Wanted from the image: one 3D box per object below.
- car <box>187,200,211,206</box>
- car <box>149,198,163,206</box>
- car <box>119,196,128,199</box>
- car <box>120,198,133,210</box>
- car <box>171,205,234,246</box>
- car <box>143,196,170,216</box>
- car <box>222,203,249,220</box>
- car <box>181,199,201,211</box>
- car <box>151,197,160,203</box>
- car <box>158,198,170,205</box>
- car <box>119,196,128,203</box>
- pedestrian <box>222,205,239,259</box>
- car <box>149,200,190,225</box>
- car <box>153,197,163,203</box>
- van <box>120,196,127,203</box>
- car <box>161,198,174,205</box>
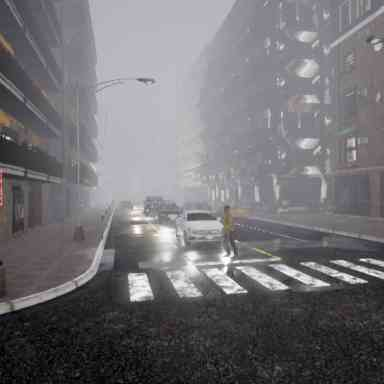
[{"bbox_3d":[1.021,1.710,39.765,1.887,1.381,4.507,-1,0,-12],"label":"car"},{"bbox_3d":[-7.030,1.892,64.428,2.128,1.511,4.902,-1,0,-12],"label":"car"},{"bbox_3d":[-14.438,1.851,71.181,2.192,1.841,5.009,-1,0,-12],"label":"car"},{"bbox_3d":[-9.590,1.938,49.053,1.802,1.307,4.206,-1,0,-12],"label":"car"},{"bbox_3d":[0.303,1.601,15.979,1.812,1.442,4.674,-1,0,-11],"label":"car"},{"bbox_3d":[-4.113,1.438,36.180,2.150,2.045,5.566,-1,0,-12],"label":"car"},{"bbox_3d":[3.407,1.608,28.871,1.752,1.417,4.829,-1,0,-12],"label":"car"},{"bbox_3d":[-0.189,1.754,45.295,1.887,1.381,4.507,-1,0,-12],"label":"car"},{"bbox_3d":[-9.877,2.156,89.544,1.802,1.307,4.206,-1,0,-12],"label":"car"},{"bbox_3d":[-6.244,1.985,72.952,2.008,1.369,4.403,-1,0,-12],"label":"car"},{"bbox_3d":[-19.282,2.045,93.302,2.192,1.841,5.009,-1,0,-12],"label":"car"},{"bbox_3d":[1.249,1.341,11.358,0.375,1.860,0.375,-1,0,-12],"label":"pedestrian"},{"bbox_3d":[-1.869,1.632,25.899,2.128,1.511,4.902,-1,0,-12],"label":"car"},{"bbox_3d":[-8.668,1.966,84.013,1.967,1.590,4.097,-1,0,-12],"label":"car"},{"bbox_3d":[-18.070,2.017,87.774,1.690,1.788,3.998,-1,0,-12],"label":"van"},{"bbox_3d":[-5.033,1.940,67.421,2.008,1.369,4.403,-1,0,-12],"label":"car"}]
